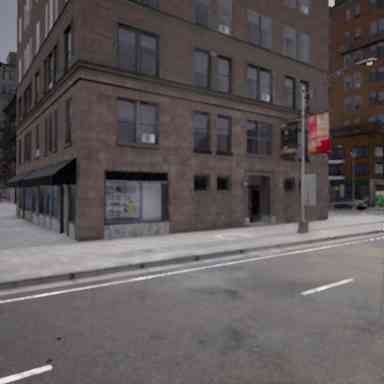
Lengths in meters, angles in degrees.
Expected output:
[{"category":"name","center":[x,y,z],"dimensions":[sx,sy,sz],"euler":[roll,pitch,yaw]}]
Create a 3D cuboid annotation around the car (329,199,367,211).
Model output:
[{"category":"car","center":[18.878,1.522,40.302],"dimensions":[1.947,1.339,4.313],"euler":[0,0,-35]}]
